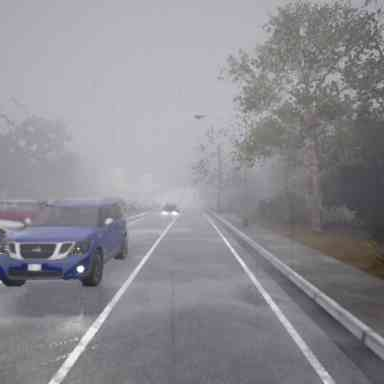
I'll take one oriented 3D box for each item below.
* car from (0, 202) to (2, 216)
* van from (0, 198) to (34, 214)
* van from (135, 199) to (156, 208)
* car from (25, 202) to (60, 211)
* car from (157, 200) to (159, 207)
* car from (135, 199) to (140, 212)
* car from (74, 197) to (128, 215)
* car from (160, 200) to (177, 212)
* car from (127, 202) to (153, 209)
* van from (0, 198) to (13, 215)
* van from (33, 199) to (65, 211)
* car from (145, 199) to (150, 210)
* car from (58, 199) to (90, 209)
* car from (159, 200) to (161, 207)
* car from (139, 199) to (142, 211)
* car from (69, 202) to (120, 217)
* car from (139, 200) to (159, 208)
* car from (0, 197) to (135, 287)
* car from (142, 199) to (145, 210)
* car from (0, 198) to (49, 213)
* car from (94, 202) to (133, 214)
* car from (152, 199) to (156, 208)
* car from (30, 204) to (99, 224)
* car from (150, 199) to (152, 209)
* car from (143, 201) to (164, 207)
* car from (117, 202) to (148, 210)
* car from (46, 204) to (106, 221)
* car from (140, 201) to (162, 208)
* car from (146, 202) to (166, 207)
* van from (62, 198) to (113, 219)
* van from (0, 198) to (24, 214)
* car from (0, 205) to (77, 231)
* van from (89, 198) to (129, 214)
[{"bbox_3d":[-23.393,1.827,35.581,5.008,1.535,2.097,0,-1,0],"label":"car"},{"bbox_3d":[-23.499,1.800,43.751,4.442,1.987,1.878,0,-2,0],"label":"van"},{"bbox_3d":[-10.396,2.643,74.255,4.442,1.987,1.878,0,-2,0],"label":"van"},{"bbox_3d":[-23.373,2.299,52.177,4.674,1.452,2.002,0,-2,0],"label":"car"},{"bbox_3d":[-10.252,2.821,71.472,4.792,1.488,2.163,0,-2,0],"label":"car"},{"bbox_3d":[-10.294,2.102,46.497,5.008,1.535,2.097,0,-2,0],"label":"car"},{"bbox_3d":[-10.334,1.621,38.178,5.566,2.045,2.435,0,-2,0],"label":"car"},{"bbox_3d":[-3.328,2.345,51.477,1.895,1.301,4.718,0,-1,0],"label":"car"},{"bbox_3d":[-10.257,2.668,65.922,4.792,1.488,2.163,0,-2,0],"label":"car"},{"bbox_3d":[-23.269,1.647,38.205,4.442,1.987,1.878,0,-1,0],"label":"van"},{"bbox_3d":[-23.490,2.106,54.827,4.442,1.987,1.878,0,-2,0],"label":"van"},{"bbox_3d":[-10.108,2.329,54.822,5.366,1.575,1.946,0,-2,0],"label":"car"},{"bbox_3d":[-23.337,2.390,66.031,5.566,2.045,2.435,0,-2,0],"label":"car"},{"bbox_3d":[-10.307,2.975,77.023,4.792,1.488,2.163,0,-2,0],"label":"car"},{"bbox_3d":[-10.267,2.053,49.276,4.553,1.767,2.185,0,-2,0],"label":"car"},{"bbox_3d":[-10.337,1.855,35.421,4.792,1.488,2.163,0,-1,0],"label":"car"},{"bbox_3d":[-10.307,2.899,79.800,4.553,1.767,2.185,0,-2,0],"label":"car"},{"bbox_3d":[-3.348,1.274,9.841,2.150,2.045,5.566,0,0,0],"label":"car"},{"bbox_3d":[-10.265,2.130,52.051,4.553,1.767,2.185,0,-2,0],"label":"car"},{"bbox_3d":[-23.351,1.851,46.521,5.566,2.045,2.435,0,-2,0],"label":"car"},{"bbox_3d":[-10.305,2.065,43.721,4.674,1.452,2.002,0,-2,0],"label":"car"},{"bbox_3d":[-10.102,2.559,63.147,5.366,1.575,1.946,0,-2,0],"label":"car"},{"bbox_3d":[-10.284,1.758,27.086,4.792,1.488,2.163,0,-1,0],"label":"car"},{"bbox_3d":[-10.296,2.486,60.373,4.892,1.521,2.231,0,-2,0],"label":"car"},{"bbox_3d":[-10.084,3.284,87.991,5.366,1.575,1.946,0,-2,0],"label":"car"},{"bbox_3d":[-10.286,2.410,57.598,4.892,1.521,2.231,0,-2,0],"label":"car"},{"bbox_3d":[-10.315,1.801,29.863,4.674,1.452,2.002,0,-1,0],"label":"car"},{"bbox_3d":[-10.457,3.193,85.340,5.366,1.575,1.946,0,-2,0],"label":"car"},{"bbox_3d":[-10.080,3.487,93.661,5.366,1.575,1.946,0,-2,0],"label":"car"},{"bbox_3d":[-10.194,1.567,32.642,4.442,1.987,1.878,0,-1,0],"label":"van"},{"bbox_3d":[-23.500,1.727,41.107,4.442,1.987,1.878,0,-2,0],"label":"van"},{"bbox_3d":[-10.324,1.665,21.536,5.008,1.535,2.097,0,-1,0],"label":"car"},{"bbox_3d":[-10.187,1.723,40.953,4.442,1.987,1.878,0,-2,0],"label":"van"}]
